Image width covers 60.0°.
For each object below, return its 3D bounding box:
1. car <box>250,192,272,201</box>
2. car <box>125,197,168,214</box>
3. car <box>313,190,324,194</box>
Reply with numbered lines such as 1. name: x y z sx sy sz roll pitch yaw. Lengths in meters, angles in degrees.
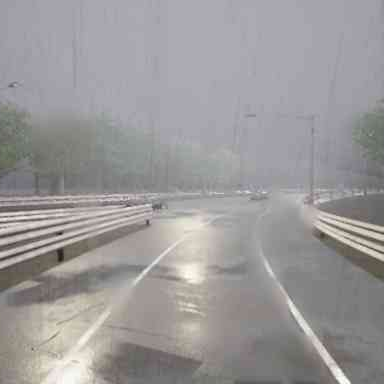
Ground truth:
1. car: 11.188 0.750 53.856 2.033 1.411 5.357 1 2 35
2. car: -4.247 1.199 31.499 2.128 1.511 4.902 1 2 35
3. car: 31.885 0.143 83.781 1.895 1.301 4.718 1 1 35
